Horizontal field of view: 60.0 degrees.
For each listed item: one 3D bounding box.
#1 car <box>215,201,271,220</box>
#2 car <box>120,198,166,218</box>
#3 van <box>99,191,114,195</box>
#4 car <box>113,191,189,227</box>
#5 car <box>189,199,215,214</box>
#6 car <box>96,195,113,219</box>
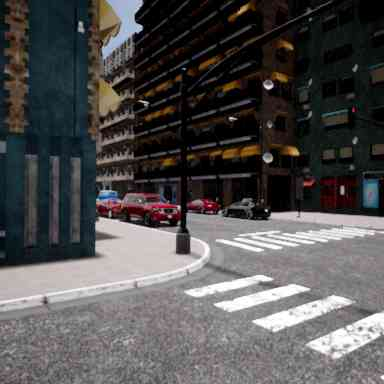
[{"bbox_3d":[4.111,1.346,25.534,1.947,1.339,4.313,2,0,-36],"label":"car"},{"bbox_3d":[-4.045,1.214,26.928,1.994,1.385,4.181,1,1,-36],"label":"car"},{"bbox_3d":[-12.177,0.719,48.125,1.690,1.788,3.998,2,0,-36],"label":"van"},{"bbox_3d":[-2.701,1.030,20.664,2.192,1.841,5.009,2,0,-36],"label":"car"},{"bbox_3d":[0.852,1.282,30.052,1.802,1.307,4.206,2,0,-36],"label":"car"},{"bbox_3d":[-5.966,1.179,25.182,1.887,1.381,4.507,2,0,-36],"label":"car"}]
